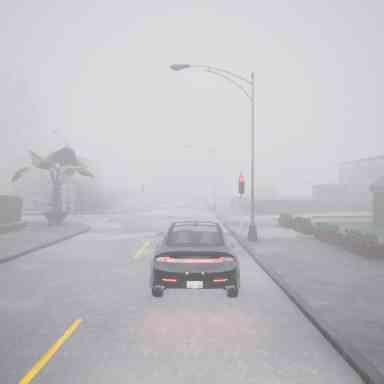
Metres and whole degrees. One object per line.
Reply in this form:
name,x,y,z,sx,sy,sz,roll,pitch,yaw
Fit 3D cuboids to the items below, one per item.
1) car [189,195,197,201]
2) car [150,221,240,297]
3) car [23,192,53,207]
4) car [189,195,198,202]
car,0.331,1.541,84.715,1.994,1.385,4.181,0,0,0
car,0.084,1.492,8.544,2.128,1.511,4.902,0,0,1
car,-19.593,0.986,43.003,1.905,1.878,3.866,0,0,35
car,0.290,1.465,74.479,1.882,1.535,5.008,0,0,0
